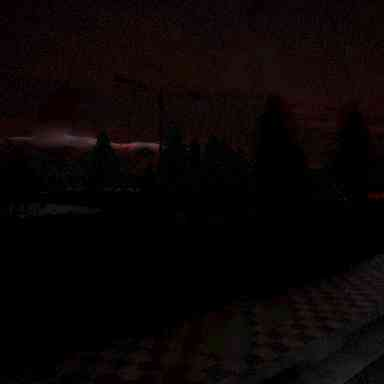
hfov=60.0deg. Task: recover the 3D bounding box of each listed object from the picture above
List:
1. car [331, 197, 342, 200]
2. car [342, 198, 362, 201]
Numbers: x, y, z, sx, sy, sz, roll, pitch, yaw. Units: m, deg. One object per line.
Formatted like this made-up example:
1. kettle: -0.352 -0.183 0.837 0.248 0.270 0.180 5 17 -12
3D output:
1. car: 36.010 1.981 82.517 1.812 1.442 4.674 0 0 5
2. car: 35.133 2.005 72.195 2.128 1.511 4.902 0 0 5
